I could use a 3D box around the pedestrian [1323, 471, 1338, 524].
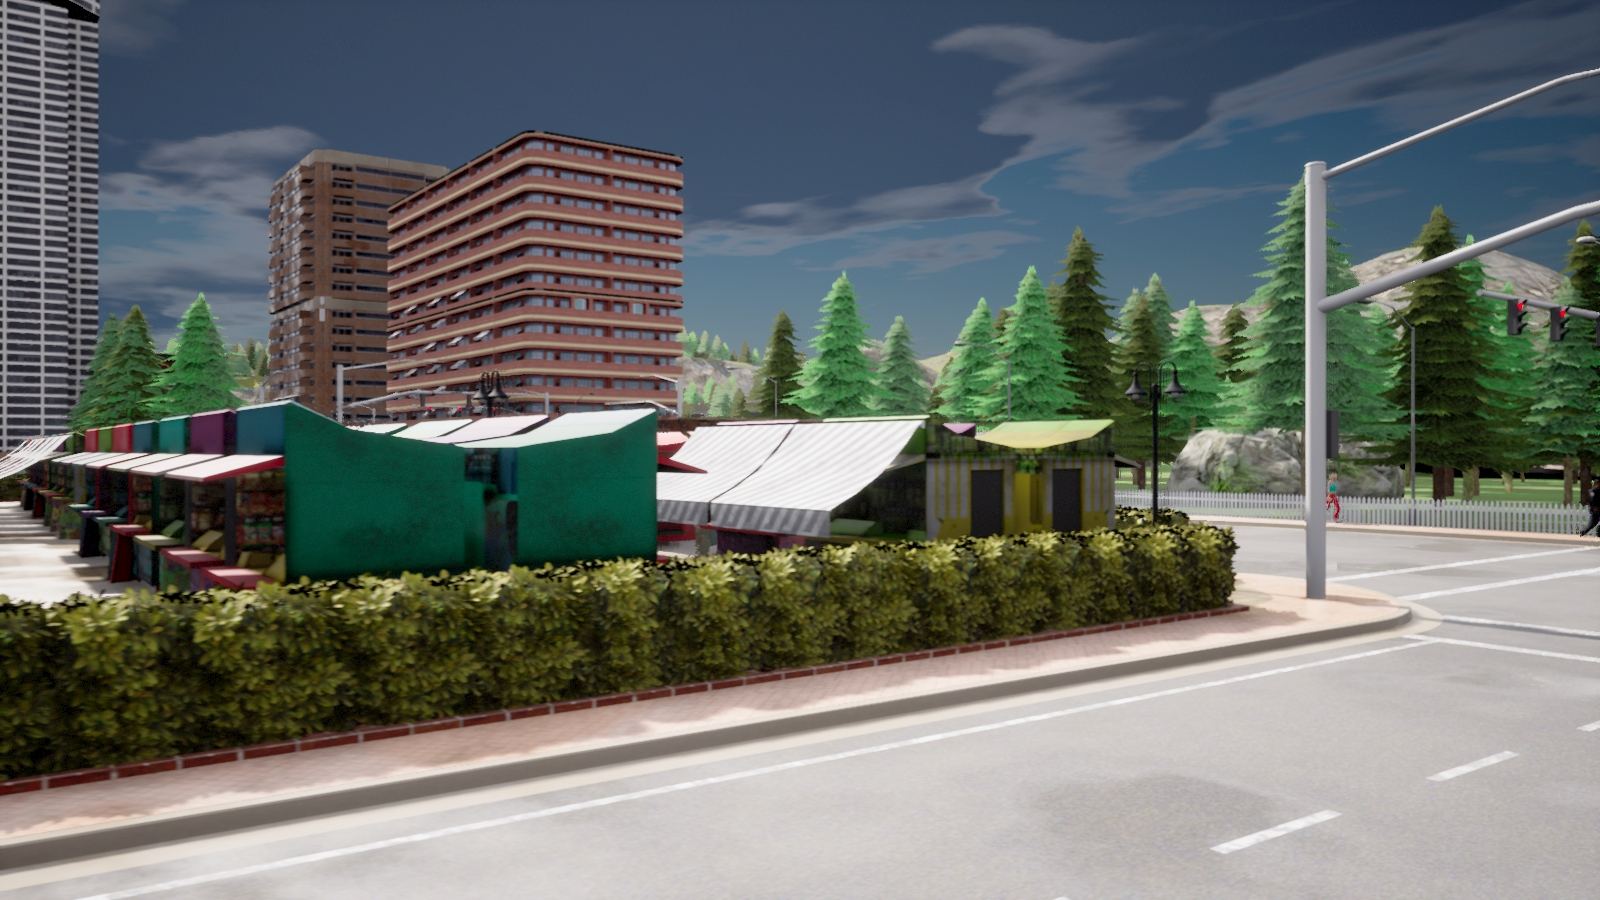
[{"bbox_3d":[18.960,1.683,40.845,0.375,1.860,0.375,0,0,-37],"label":"pedestrian"}]

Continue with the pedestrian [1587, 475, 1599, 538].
[{"bbox_3d":[23.784,1.683,34.108,0.375,1.860,0.375,0,0,-31],"label":"pedestrian"}]
